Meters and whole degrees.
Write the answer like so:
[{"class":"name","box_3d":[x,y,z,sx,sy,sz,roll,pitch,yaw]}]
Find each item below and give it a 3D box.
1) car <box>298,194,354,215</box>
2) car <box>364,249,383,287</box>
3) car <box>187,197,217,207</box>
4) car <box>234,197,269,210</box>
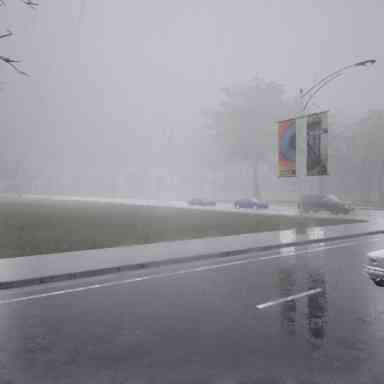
[{"class":"car","box_3d":[13.518,1.216,33.988,2.150,2.045,5.566,0,0,-36]},{"class":"car","box_3d":[6.229,1.604,8.140,4.718,1.301,1.895,0,0,-36]},{"class":"car","box_3d":[1.424,1.475,50.569,2.033,1.411,5.357,0,0,-36]},{"class":"car","box_3d":[7.507,1.436,42.223,1.882,1.535,5.008,0,0,-36]}]
